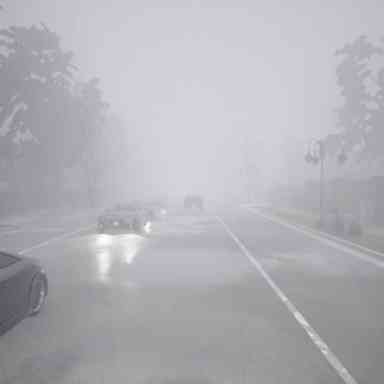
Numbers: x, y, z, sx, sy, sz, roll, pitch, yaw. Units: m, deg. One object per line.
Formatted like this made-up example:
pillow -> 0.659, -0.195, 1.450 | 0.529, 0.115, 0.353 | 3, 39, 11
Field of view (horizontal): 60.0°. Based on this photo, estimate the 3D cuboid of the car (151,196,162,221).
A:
car -> -3.439, 1.206, 23.046 | 1.994, 1.385, 4.181 | 0, 1, 0

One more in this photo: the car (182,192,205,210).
car -> 0.146, 0.951, 32.318 | 1.837, 1.490, 4.892 | 0, 1, 1

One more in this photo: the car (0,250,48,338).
car -> -3.596, 1.487, 4.371 | 1.994, 1.385, 4.181 | 0, 1, -1

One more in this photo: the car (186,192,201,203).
car -> 0.184, 0.731, 47.176 | 1.994, 1.385, 4.181 | 0, 1, 1

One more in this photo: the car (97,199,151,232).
car -> -3.548, 1.263, 17.541 | 1.994, 1.385, 4.181 | 0, 1, 0

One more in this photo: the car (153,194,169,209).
car -> -3.411, 0.949, 34.840 | 2.033, 1.411, 5.357 | 0, 1, 0
